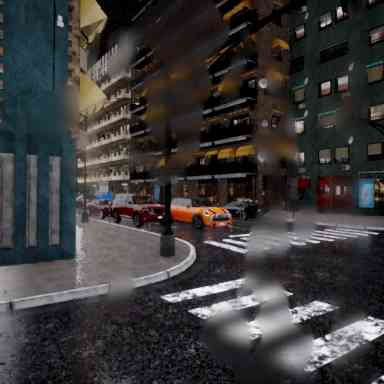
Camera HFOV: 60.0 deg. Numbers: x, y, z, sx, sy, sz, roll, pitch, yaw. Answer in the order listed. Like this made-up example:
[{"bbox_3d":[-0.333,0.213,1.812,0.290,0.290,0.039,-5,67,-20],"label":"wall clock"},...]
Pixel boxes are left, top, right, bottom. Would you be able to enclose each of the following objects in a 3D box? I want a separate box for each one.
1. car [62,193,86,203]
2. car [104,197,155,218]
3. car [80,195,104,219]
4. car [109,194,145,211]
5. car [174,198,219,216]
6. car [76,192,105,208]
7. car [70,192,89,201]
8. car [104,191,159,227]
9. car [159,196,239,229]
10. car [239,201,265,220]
[{"bbox_3d":[-17.990,0.835,50.538,2.033,1.411,5.357,1,1,-36],"label":"car"},{"bbox_3d":[-5.302,1.184,27.587,2.033,1.411,5.357,1,0,-36],"label":"car"},{"bbox_3d":[-6.489,1.183,24.825,1.887,1.381,4.507,2,0,-36],"label":"car"},{"bbox_3d":[-6.987,1.063,35.374,1.837,1.490,4.892,1,1,-36],"label":"car"},{"bbox_3d":[0.323,1.289,29.705,1.802,1.307,4.206,2,0,-36],"label":"car"},{"bbox_3d":[-11.181,1.018,35.724,1.812,1.442,4.674,1,1,-36],"label":"car"},{"bbox_3d":[-19.267,0.770,56.784,1.887,1.381,4.507,2,0,-36],"label":"car"},{"bbox_3d":[-3.217,1.034,20.312,2.192,1.841,5.009,2,0,-36],"label":"car"},{"bbox_3d":[0.294,1.127,19.894,2.097,1.767,4.553,1,0,-37],"label":"car"},{"bbox_3d":[3.588,1.354,25.192,1.947,1.339,4.313,2,0,-36],"label":"car"}]
